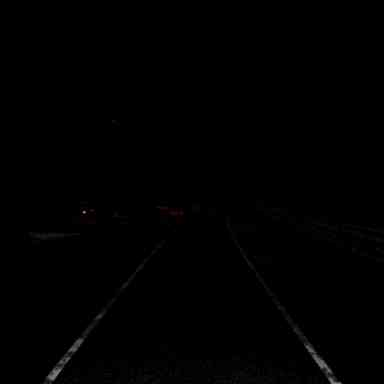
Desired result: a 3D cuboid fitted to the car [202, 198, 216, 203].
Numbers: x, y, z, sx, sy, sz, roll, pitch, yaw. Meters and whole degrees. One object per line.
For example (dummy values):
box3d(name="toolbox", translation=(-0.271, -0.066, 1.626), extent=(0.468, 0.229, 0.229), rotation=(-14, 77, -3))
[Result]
box3d(name="car", translation=(4.711, 2.200, 87.098), extent=(1.882, 1.535, 5.008), rotation=(0, 0, 14))

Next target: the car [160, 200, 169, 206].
box3d(name="car", translation=(-4.535, 2.097, 63.639), extent=(1.895, 1.301, 4.718), rotation=(0, 0, 14))

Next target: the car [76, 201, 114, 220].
box3d(name="car", translation=(-8.857, 1.750, 30.728), extent=(1.994, 1.385, 4.181), rotation=(0, -1, 14))

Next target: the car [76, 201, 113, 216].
box3d(name="car", translation=(-10.856, 1.747, 37.383), extent=(1.837, 1.490, 4.892), rotation=(0, -1, 14))

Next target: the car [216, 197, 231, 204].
box3d(name="car", translation=(8.122, 2.210, 86.313), extent=(1.882, 1.535, 5.008), rotation=(0, 0, 14))

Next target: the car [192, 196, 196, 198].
box3d(name="car", translation=(-1.371, 2.043, 61.828), extent=(2.033, 1.411, 5.357), rotation=(0, 0, 14))

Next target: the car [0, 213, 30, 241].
box3d(name="car", translation=(-9.195, 1.522, 14.375), extent=(1.837, 1.490, 4.892), rotation=(0, -1, 14))

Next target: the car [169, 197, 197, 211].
box3d(name="car", translation=(-1.243, 1.870, 47.418), extent=(2.128, 1.511, 4.902), rotation=(0, -1, 14))

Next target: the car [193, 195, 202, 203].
box3d(name="car", translation=(1.331, 1.939, 88.010), extent=(2.150, 2.045, 5.566), rotation=(0, 0, 14))
